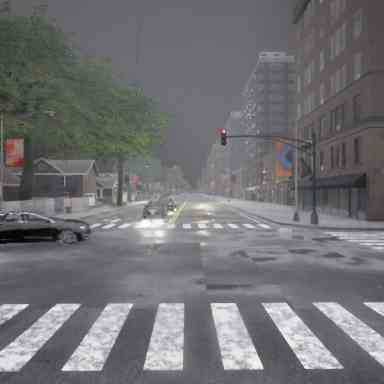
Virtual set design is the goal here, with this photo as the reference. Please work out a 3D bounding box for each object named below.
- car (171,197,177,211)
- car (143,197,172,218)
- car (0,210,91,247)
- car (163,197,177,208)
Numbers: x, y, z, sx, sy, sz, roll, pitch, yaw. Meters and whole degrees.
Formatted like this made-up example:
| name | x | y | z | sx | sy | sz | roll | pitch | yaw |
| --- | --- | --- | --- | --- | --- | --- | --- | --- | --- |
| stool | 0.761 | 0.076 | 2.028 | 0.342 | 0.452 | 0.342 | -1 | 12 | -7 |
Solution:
| name | x | y | z | sx | sy | sz | roll | pitch | yaw |
| --- | --- | --- | --- | --- | --- | --- | --- | --- | --- |
| car | -3.233 | 1.368 | 39.910 | 2.097 | 1.767 | 4.553 | 0 | 0 | 0 |
| car | -3.263 | 1.501 | 30.175 | 2.128 | 1.511 | 4.902 | 0 | 0 | 0 |
| car | -6.794 | 1.505 | 13.891 | 4.902 | 1.511 | 2.128 | 0 | 0 | -20 |
| car | -3.200 | 1.549 | 49.867 | 1.812 | 1.442 | 4.674 | 0 | 0 | 0 |
